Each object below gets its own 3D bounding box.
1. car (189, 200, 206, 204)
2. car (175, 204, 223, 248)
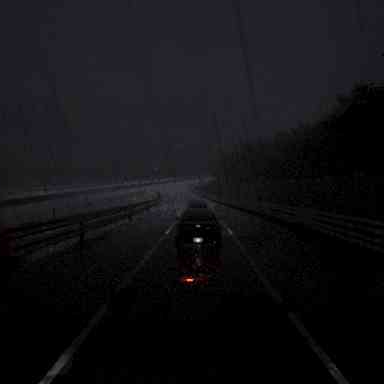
[{"bbox_3d":[0.467,1.451,29.638,1.882,1.535,5.008,0,0,0],"label":"car"},{"bbox_3d":[0.295,1.502,14.558,1.837,1.490,4.892,0,0,2],"label":"car"}]
